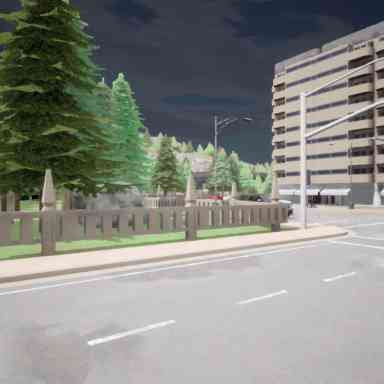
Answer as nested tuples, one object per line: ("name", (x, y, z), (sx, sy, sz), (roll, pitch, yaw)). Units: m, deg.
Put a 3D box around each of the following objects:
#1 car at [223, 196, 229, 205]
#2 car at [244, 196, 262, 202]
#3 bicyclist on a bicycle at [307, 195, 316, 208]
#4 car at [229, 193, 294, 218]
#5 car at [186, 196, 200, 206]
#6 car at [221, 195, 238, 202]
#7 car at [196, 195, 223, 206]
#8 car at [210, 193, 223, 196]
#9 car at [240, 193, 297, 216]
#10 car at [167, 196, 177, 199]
("car", (2.601, 1.545, 42.042), (1.895, 1.301, 4.718), (0, 0, -20))
("car", (14.233, 1.540, 77.266), (1.895, 1.301, 4.718), (0, 0, 40))
("bicyclist on a bicycle", (15.252, 1.245, 42.431), (1.656, 1.620, 0.582), (0, 0, -29))
("car", (6.022, 1.166, 28.626), (2.150, 2.045, 5.566), (0, 0, -33))
("car", (0.100, 1.449, 53.455), (1.837, 1.490, 4.892), (0, 0, -3))
("car", (8.518, 1.469, 75.156), (1.812, 1.442, 4.674), (0, 0, 32))
("car", (1.056, 1.422, 37.204), (1.882, 1.535, 5.008), (0, 0, -26))
("car", (4.736, 1.166, 65.202), (2.150, 2.045, 5.566), (0, 0, 14))
("car", (7.409, 1.166, 32.889), (2.150, 2.045, 5.566), (0, 0, -32))
("car", (-3.051, 1.422, 50.638), (1.882, 1.535, 5.008), (0, 0, -6))
